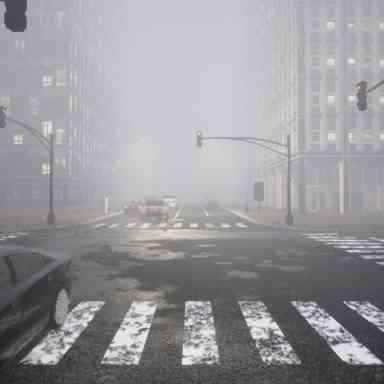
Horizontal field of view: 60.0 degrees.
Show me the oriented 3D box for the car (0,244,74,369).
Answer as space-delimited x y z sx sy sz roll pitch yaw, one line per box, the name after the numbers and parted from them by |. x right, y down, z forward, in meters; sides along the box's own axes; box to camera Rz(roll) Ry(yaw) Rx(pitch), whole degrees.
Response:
-3.097 1.479 4.083 1.882 1.535 5.008 0 0 0 | car

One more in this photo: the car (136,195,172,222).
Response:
-2.906 1.362 26.394 2.097 1.767 4.553 0 0 -3 | car

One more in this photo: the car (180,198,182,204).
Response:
-2.957 1.551 63.621 1.812 1.442 4.674 0 0 0 | car

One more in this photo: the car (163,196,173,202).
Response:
-5.608 1.582 78.426 2.008 1.369 4.403 1 0 0 | car

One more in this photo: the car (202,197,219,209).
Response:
2.742 1.599 45.030 1.802 1.307 4.206 1 0 0 | car

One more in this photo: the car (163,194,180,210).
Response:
-3.061 1.240 43.934 2.150 2.045 5.566 0 0 0 | car

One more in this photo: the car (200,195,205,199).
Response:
2.754 1.547 56.356 1.752 1.417 4.829 1 0 0 | car

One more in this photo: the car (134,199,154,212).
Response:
-5.643 1.597 39.400 1.802 1.307 4.206 1 0 0 | car

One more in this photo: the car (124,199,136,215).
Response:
-5.645 1.453 33.825 1.967 1.590 4.097 1 0 0 | car

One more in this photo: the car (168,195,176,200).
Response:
-5.594 1.605 95.152 1.947 1.339 4.313 1 0 0 | car

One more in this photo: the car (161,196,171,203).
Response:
-5.613 1.574 72.851 1.887 1.381 4.507 1 0 0 | car

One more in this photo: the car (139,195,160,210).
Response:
-5.633 1.333 44.975 2.192 1.841 5.009 1 0 0 | car

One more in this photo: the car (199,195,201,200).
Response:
2.757 1.590 61.763 1.947 1.339 4.313 1 0 0 | car

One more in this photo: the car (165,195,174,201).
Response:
-5.603 1.579 84.001 1.887 1.381 4.507 1 0 0 | car

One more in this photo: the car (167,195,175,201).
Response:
-5.598 1.587 89.577 2.008 1.369 4.403 1 0 0 | car
